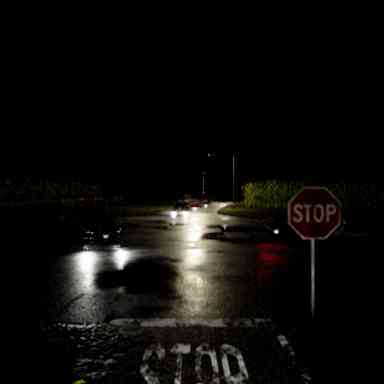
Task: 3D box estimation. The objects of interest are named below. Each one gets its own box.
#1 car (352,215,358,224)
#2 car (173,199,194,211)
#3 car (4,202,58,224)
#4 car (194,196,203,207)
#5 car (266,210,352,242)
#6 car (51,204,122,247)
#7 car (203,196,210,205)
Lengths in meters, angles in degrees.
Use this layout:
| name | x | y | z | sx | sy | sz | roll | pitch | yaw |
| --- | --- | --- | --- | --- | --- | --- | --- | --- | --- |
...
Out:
| name | x | y | z | sx | sy | sz | roll | pitch | yaw |
| --- | --- | --- | --- | --- | --- | --- | --- | --- | --- |
| car | 8.604 | 1.728 | 22.893 | 4.718 | 1.301 | 1.895 | 0 | 0 | 5 |
| car | -1.231 | 1.727 | 43.086 | 1.895 | 1.301 | 4.718 | 0 | 0 | 7 |
| car | -11.034 | 1.478 | 24.270 | 5.008 | 1.535 | 1.882 | 0 | 0 | 3 |
| car | 0.169 | 1.724 | 52.976 | 1.994 | 1.385 | 4.181 | 0 | 0 | 9 |
| car | 5.829 | 1.583 | 16.853 | 4.892 | 1.490 | 1.837 | 1 | -2 | -38 |
| car | -4.853 | 1.527 | 15.438 | 1.837 | 1.490 | 4.892 | 3 | -1 | -35 |
| car | 2.151 | 1.555 | 63.064 | 2.097 | 1.767 | 4.553 | 0 | 0 | 12 |
